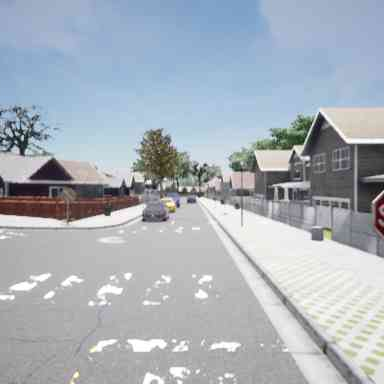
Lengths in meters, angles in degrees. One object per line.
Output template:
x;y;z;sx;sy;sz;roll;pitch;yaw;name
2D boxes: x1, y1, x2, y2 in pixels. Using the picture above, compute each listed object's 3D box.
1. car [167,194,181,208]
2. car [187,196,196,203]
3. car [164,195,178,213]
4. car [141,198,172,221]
-2.874;1.238;48.834;2.150;2.045;5.566;0;0;0;car
-0.060;1.540;68.409;1.882;1.535;5.008;0;0;0;car
-2.877;1.476;37.247;1.882;1.535;5.008;0;0;0;car
-2.866;1.494;26.794;1.837;1.490;4.892;0;0;0;car
